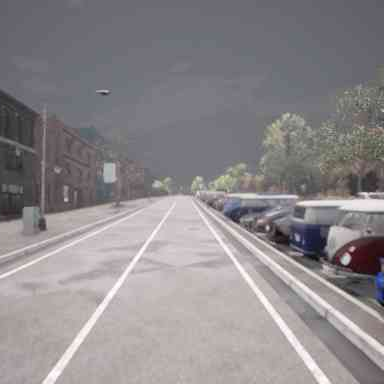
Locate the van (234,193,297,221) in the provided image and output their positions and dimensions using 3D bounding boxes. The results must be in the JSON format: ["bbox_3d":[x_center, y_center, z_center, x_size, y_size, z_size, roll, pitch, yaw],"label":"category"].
[{"bbox_3d":[5.304,1.223,22.084,4.442,1.987,1.878,0,0,-1],"label":"van"}]

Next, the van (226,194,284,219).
[{"bbox_3d":[5.161,1.188,27.687,4.442,1.987,1.878,0,0,-1],"label":"van"}]

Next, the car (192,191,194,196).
[{"bbox_3d":[3.568,0.816,86.530,5.566,2.045,2.435,0,0,-1],"label":"car"}]

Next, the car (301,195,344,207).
[{"bbox_3d":[17.687,1.254,45.205,4.892,1.521,2.231,0,0,-1],"label":"car"}]

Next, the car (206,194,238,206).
[{"bbox_3d":[4.440,1.147,50.102,4.553,1.767,2.185,0,0,-1],"label":"car"}]

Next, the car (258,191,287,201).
[{"bbox_3d":[17.007,0.842,70.417,5.566,2.045,2.435,0,0,-1],"label":"car"}]

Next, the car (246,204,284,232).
[{"bbox_3d":[5.329,1.512,16.473,4.674,1.452,2.002,0,0,-1],"label":"car"}]

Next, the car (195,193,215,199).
[{"bbox_3d":[3.463,1.058,89.333,5.008,1.535,2.097,0,0,-1],"label":"car"}]

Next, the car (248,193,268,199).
[{"bbox_3d":[16.712,1.052,84.215,4.792,1.488,2.163,0,0,-1],"label":"car"}]

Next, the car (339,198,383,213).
[{"bbox_3d":[17.936,1.353,34.104,4.792,1.488,2.163,0,0,-1],"label":"car"}]

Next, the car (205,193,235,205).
[{"bbox_3d":[4.431,1.129,52.906,4.553,1.767,2.185,0,0,-1],"label":"car"}]

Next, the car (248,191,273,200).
[{"bbox_3d":[16.725,0.782,81.430,5.566,2.045,2.435,0,0,-1],"label":"car"}]

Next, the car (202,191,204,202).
[{"bbox_3d":[4.586,1.057,44.497,5.566,2.045,2.435,0,0,-1],"label":"car"}]

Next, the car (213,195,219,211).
[{"bbox_3d":[4.895,1.380,33.290,4.892,1.521,2.231,0,0,-1],"label":"car"}]

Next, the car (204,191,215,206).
[{"bbox_3d":[4.657,1.074,41.694,5.566,2.045,2.435,0,0,-1],"label":"car"}]

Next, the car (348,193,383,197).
[{"bbox_3d":[18.064,1.089,31.329,5.566,2.045,2.435,0,0,-1],"label":"car"}]

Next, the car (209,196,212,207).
[{"bbox_3d":[4.756,1.383,38.895,4.674,1.452,2.002,0,0,-1],"label":"car"}]

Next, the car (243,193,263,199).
[{"bbox_3d":[16.535,1.005,89.782,5.008,1.535,2.097,0,0,-1],"label":"car"}]

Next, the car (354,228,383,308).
[{"bbox_3d":[5.613,1.478,5.257,5.008,1.535,2.097,0,0,-1],"label":"car"}]

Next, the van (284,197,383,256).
[{"bbox_3d":[5.591,1.254,10.867,4.442,1.987,1.878,0,0,-1],"label":"van"}]

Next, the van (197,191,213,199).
[{"bbox_3d":[3.513,0.824,92.138,4.442,1.987,1.878,0,0,-1],"label":"van"}]

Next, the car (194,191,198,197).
[{"bbox_3d":[3.608,1.077,83.724,4.892,1.521,2.231,0,0,-1],"label":"car"}]

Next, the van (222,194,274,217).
[{"bbox_3d":[5.089,1.170,30.489,4.442,1.987,1.878,0,0,-1],"label":"van"}]

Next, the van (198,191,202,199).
[{"bbox_3d":[3.924,0.940,66.913,4.442,1.987,1.878,0,0,-1],"label":"van"}]

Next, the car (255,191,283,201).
[{"bbox_3d":[16.938,0.825,73.078,5.566,2.045,2.435,0,0,-1],"label":"car"}]

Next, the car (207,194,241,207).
[{"bbox_3d":[4.512,1.165,47.300,4.553,1.767,2.185,0,0,-1],"label":"car"}]

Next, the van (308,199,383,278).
[{"bbox_3d":[5.429,1.255,8.060,4.442,1.987,1.878,0,0,-1],"label":"van"}]

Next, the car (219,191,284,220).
[{"bbox_3d":[5.088,1.181,24.880,5.566,2.045,2.435,0,0,-1],"label":"car"}]

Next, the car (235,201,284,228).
[{"bbox_3d":[5.267,1.462,19.275,4.892,1.521,2.231,0,0,-1],"label":"car"}]

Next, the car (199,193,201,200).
[{"bbox_3d":[4.251,1.219,58.510,5.008,1.535,2.097,0,0,-1],"label":"car"}]

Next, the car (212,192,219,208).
[{"bbox_3d":[4.861,1.235,36.092,4.553,1.767,2.185,0,0,-1],"label":"car"}]

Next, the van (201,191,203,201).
[{"bbox_3d":[4.211,1.011,55.704,4.442,1.987,1.878,0,0,-1],"label":"van"}]

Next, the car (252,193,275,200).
[{"bbox_3d":[16.820,1.046,78.646,5.008,1.535,2.097,0,0,-1],"label":"car"}]

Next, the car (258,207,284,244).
[{"bbox_3d":[5.433,1.509,13.667,4.792,1.488,2.163,0,0,-1],"label":"car"}]
